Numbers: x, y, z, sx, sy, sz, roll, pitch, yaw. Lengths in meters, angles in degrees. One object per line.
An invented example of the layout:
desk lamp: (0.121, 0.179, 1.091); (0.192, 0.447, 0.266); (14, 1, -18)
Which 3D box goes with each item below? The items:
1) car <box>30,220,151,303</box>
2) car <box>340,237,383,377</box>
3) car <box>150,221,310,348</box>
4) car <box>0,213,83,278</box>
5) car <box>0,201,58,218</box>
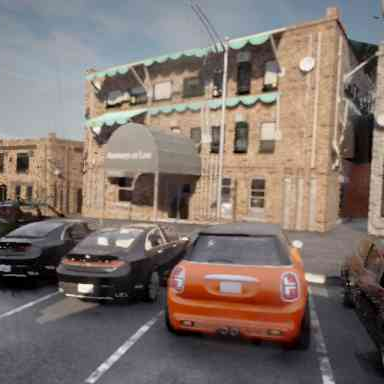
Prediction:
car: (-1.280, 1.517, 8.349); (2.231, 1.521, 4.892); (-1, -1, 15)
car: (3.501, 1.502, 4.921); (2.163, 1.488, 4.792); (0, -1, 16)
car: (1.101, 1.364, 6.627); (2.185, 1.767, 4.553); (0, -1, 15)
car: (-3.675, 1.545, 10.049); (2.231, 1.521, 4.892); (-1, -1, 15)
car: (-6.062, 1.332, 11.783); (2.435, 2.045, 5.566); (-1, -1, 15)
